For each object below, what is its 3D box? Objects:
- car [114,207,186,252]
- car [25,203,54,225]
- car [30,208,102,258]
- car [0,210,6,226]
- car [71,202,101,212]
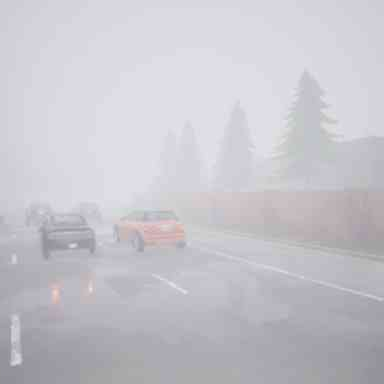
[{"bbox_3d":[-2.054,1.513,15.069,2.097,1.767,4.553,0,-1,-28],"label":"car"},{"bbox_3d":[-12.168,1.626,26.662,2.097,1.767,4.553,0,-1,-26],"label":"car"},{"bbox_3d":[-5.176,1.634,13.484,2.128,1.511,4.902,0,-1,-28],"label":"car"},{"bbox_3d":[-15.292,1.819,25.080,1.994,1.385,4.181,0,-1,-26],"label":"car"},{"bbox_3d":[-9.082,1.647,28.315,2.097,1.767,4.553,0,-1,-26],"label":"car"}]
